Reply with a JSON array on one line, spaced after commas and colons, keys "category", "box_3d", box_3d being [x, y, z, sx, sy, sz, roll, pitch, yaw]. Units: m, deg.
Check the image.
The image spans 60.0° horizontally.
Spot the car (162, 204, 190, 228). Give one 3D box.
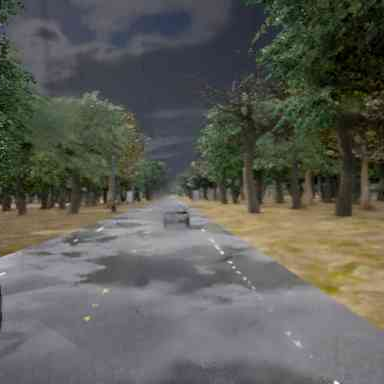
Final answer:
[{"category": "car", "box_3d": [-1.159, 1.752, 24.548, 2.128, 1.511, 4.902, -1, 0, -3]}]

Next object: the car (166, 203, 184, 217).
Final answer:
[{"category": "car", "box_3d": [-1.921, 1.990, 38.227, 1.895, 1.301, 4.718, -1, 0, -3]}]

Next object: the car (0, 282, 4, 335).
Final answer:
[{"category": "car", "box_3d": [-3.543, 1.582, 2.721, 1.882, 1.535, 5.008, -1, -1, -3]}]
